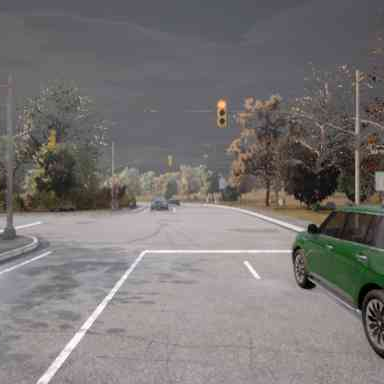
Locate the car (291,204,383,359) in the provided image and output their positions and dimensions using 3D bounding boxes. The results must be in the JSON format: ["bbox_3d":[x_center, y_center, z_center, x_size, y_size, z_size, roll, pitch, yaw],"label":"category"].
[{"bbox_3d":[3.582,1.219,6.066,2.150,2.045,5.566,0,0,0],"label":"car"}]

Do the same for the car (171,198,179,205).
[{"bbox_3d":[-3.803,2.006,68.456,1.837,1.490,4.892,0,-1,-13],"label":"car"}]

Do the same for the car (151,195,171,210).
[{"bbox_3d":[-4.159,1.405,43.019,2.097,1.767,4.553,0,-1,-3],"label":"car"}]

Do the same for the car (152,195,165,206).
[{"bbox_3d":[-6.468,1.632,63.591,2.150,2.045,5.566,0,-1,-10],"label":"car"}]

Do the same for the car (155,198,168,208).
[{"bbox_3d":[-4.951,1.741,53.226,2.033,1.411,5.357,0,-1,-6],"label":"car"}]

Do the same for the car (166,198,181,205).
[{"bbox_3d":[-4.656,2.320,82.988,2.128,1.511,4.902,0,-1,-22],"label":"car"}]
